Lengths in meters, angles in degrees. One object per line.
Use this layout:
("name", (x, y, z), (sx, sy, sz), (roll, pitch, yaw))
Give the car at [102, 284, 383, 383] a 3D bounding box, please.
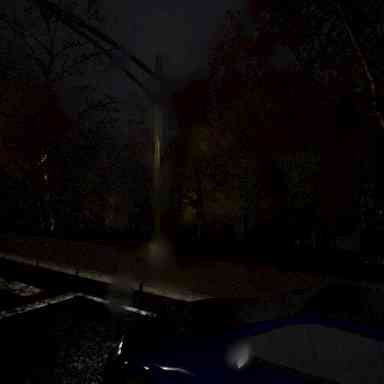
("car", (1.158, 1.564, 2.857), (4.181, 1.385, 1.994), (0, 0, 35))
